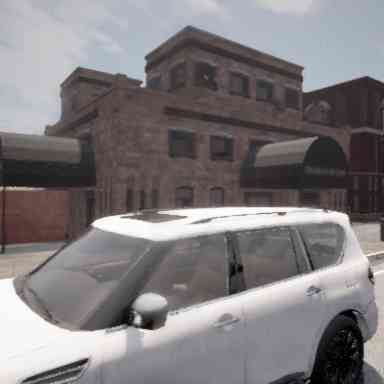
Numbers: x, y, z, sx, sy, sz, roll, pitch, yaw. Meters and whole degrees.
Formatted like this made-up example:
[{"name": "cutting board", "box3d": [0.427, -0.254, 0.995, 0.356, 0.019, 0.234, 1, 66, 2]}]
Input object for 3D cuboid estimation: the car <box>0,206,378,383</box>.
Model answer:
[{"name": "car", "box3d": [-0.241, 1.222, 3.513, 5.566, 2.045, 2.150, 0, 0, -36]}]
